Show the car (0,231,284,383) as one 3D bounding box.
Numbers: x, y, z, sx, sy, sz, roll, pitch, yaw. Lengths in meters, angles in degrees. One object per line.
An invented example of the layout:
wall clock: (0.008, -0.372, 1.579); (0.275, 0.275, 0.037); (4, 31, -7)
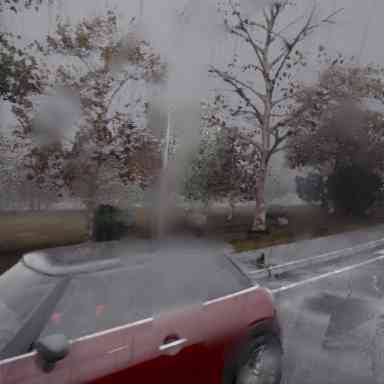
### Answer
car: (-1.185, 1.359, 3.303); (4.553, 1.767, 2.097); (0, 0, -37)
